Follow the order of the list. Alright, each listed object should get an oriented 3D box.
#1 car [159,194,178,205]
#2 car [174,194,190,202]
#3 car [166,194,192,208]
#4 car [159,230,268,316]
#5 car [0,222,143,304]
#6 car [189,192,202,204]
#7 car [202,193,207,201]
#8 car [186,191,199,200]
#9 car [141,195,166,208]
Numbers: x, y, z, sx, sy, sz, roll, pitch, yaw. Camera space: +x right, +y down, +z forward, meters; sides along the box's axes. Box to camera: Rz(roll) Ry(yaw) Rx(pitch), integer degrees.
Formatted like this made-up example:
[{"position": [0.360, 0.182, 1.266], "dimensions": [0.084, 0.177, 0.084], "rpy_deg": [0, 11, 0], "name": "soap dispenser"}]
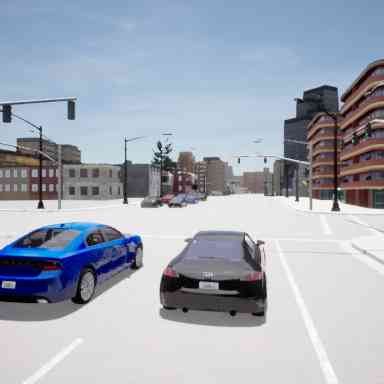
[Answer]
[{"position": [-3.795, 1.224, 55.468], "dimensions": [1.882, 1.535, 5.008], "rpy_deg": [0, 1, 11], "name": "car"}, {"position": [-1.889, 1.122, 65.119], "dimensions": [2.033, 1.411, 5.357], "rpy_deg": [0, 1, 11], "name": "car"}, {"position": [-1.921, 1.407, 46.879], "dimensions": [2.033, 1.411, 5.357], "rpy_deg": [0, 1, 11], "name": "car"}, {"position": [0.690, 1.564, 7.630], "dimensions": [1.994, 1.385, 4.181], "rpy_deg": [0, 0, 12], "name": "car"}, {"position": [-2.747, 1.477, 8.276], "dimensions": [1.882, 1.535, 5.008], "rpy_deg": [0, 0, 11], "name": "car"}, {"position": [-0.087, 1.247, 56.284], "dimensions": [1.812, 1.442, 4.674], "rpy_deg": [0, 1, 11], "name": "car"}, {"position": [1.872, 1.050, 66.107], "dimensions": [1.837, 1.490, 4.892], "rpy_deg": [0, 1, 12], "name": "car"}, {"position": [0.054, 0.749, 74.923], "dimensions": [2.097, 1.767, 4.553], "rpy_deg": [0, 1, 11], "name": "car"}, {"position": [-5.557, 1.228, 46.502], "dimensions": [2.097, 1.767, 4.553], "rpy_deg": [0, 1, 11], "name": "car"}]
